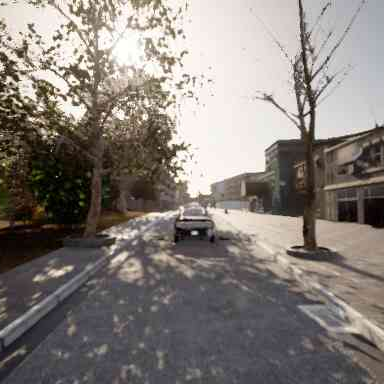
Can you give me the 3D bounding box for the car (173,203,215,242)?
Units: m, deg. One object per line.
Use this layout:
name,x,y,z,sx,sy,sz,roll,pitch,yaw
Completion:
car,0.097,1.507,16.425,2.128,1.511,4.902,-1,0,0

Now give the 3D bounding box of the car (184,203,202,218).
car,0.104,1.845,34.535,1.812,1.442,4.674,0,-1,0
